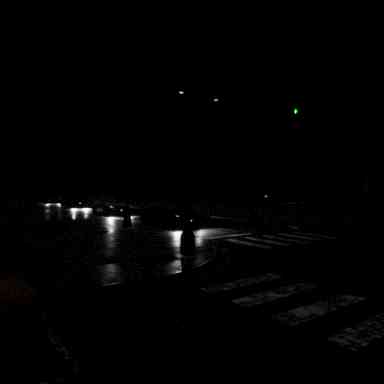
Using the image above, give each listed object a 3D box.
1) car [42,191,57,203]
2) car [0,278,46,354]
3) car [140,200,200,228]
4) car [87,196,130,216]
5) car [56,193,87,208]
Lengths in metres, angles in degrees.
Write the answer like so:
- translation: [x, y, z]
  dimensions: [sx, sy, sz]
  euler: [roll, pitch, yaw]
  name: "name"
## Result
- translation: [-18.500, 0.679, 43.715]
  dimensions: [1.837, 1.490, 4.892]
  euler: [0, 1, -32]
  name: "car"
- translation: [-4.263, 1.525, 3.620]
  dimensions: [4.829, 1.417, 1.752]
  euler: [0, 0, -35]
  name: "car"
- translation: [-1.454, 1.227, 19.741]
  dimensions: [1.812, 1.442, 4.674]
  euler: [0, 1, -37]
  name: "car"
- translation: [-6.669, 1.060, 27.030]
  dimensions: [1.812, 1.442, 4.674]
  euler: [0, 1, -35]
  name: "car"
- translation: [-12.431, 0.921, 35.078]
  dimensions: [1.994, 1.385, 4.181]
  euler: [0, 1, -36]
  name: "car"
